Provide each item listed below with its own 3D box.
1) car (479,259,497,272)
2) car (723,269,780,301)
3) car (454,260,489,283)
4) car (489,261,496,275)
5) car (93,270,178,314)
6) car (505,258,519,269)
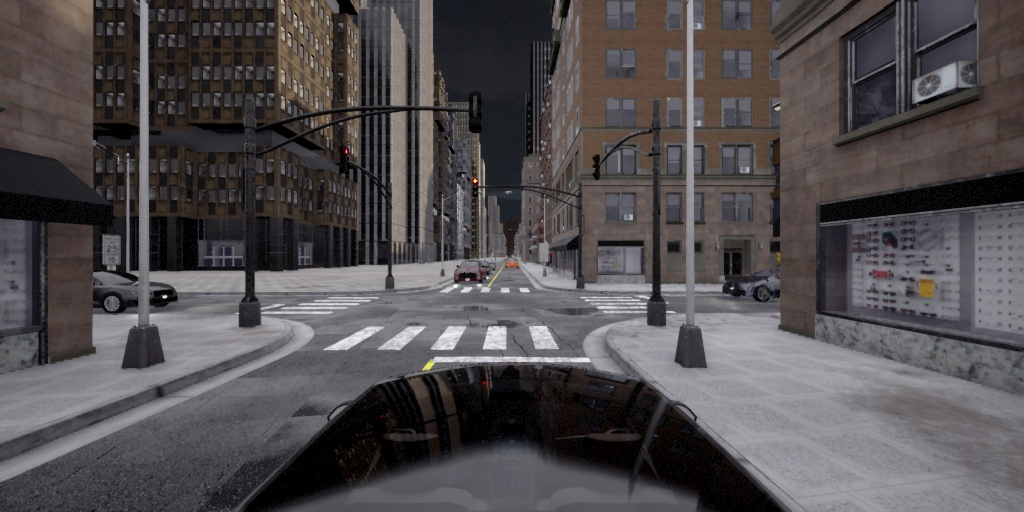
[{"bbox_3d":[-3.190,1.243,48.481,2.128,1.511,4.902,0,0,0],"label":"car"},{"bbox_3d":[12.219,1.314,16.675,4.181,1.385,1.994,0,0,-1],"label":"car"},{"bbox_3d":[-3.159,1.103,27.804,2.097,1.767,4.553,0,0,0],"label":"car"},{"bbox_3d":[-3.176,1.299,38.063,2.033,1.411,5.357,0,0,0],"label":"car"},{"bbox_3d":[-15.260,1.259,13.235,4.892,1.490,1.837,0,0,-1],"label":"car"},{"bbox_3d":[-0.014,1.102,57.756,2.097,1.767,4.553,0,0,-1],"label":"car"}]
